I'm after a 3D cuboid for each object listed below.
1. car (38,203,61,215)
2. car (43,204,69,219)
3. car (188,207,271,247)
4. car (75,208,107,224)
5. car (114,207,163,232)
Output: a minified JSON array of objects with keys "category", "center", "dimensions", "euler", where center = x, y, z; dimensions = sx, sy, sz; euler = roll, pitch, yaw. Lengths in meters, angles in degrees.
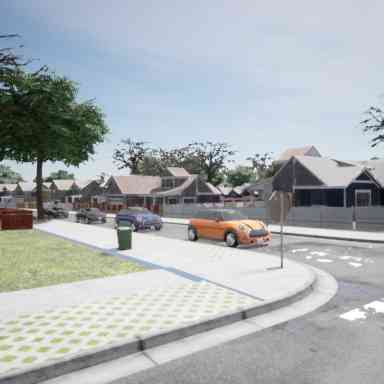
[{"category":"car","center":[-23.370,2.746,54.449],"dimensions":[2.097,1.767,4.553],"euler":[0,-1,-41]},{"category":"car","center":[-17.131,2.605,42.199],"dimensions":[1.837,1.490,4.892],"euler":[0,-1,-38]},{"category":"car","center":[1.746,1.661,16.787],"dimensions":[2.097,1.767,4.553],"euler":[0,-1,-36]},{"category":"car","center":[-10.048,2.328,32.917],"dimensions":[1.837,1.490,4.892],"euler":[0,-1,-37]},{"category":"car","center":[-4.044,1.921,24.776],"dimensions":[2.097,1.767,4.553],"euler":[0,-1,-36]}]
